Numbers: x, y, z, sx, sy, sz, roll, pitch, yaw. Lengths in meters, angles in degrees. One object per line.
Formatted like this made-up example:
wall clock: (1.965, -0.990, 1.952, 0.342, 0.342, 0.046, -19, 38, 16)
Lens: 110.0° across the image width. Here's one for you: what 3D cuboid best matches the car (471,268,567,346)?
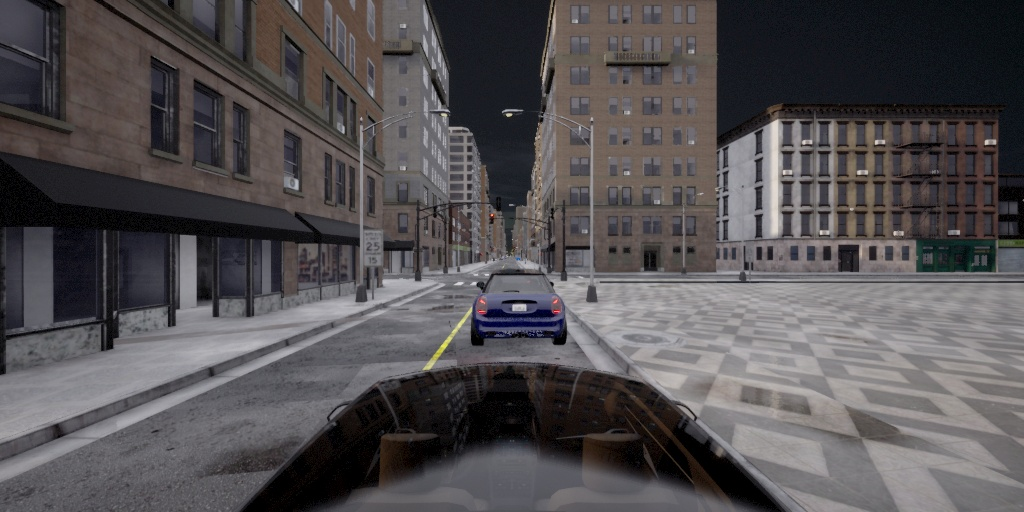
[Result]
car: (0.101, 1.102, 9.622, 2.097, 1.767, 4.553, 0, 0, -1)
